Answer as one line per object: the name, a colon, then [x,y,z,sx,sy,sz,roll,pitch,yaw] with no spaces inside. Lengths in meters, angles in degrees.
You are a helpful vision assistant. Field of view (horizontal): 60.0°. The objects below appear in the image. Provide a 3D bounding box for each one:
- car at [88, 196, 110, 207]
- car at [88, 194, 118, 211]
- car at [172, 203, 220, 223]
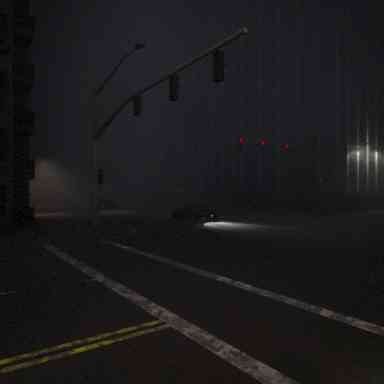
car: [-15.039,1.477,53.629,1.882,1.535,5.008,0,0,-35]
car: [-11.295,1.221,41.866,2.150,2.045,5.566,0,0,-35]
car: [0.226,1.564,25.705,1.994,1.385,4.181,0,0,-38]
